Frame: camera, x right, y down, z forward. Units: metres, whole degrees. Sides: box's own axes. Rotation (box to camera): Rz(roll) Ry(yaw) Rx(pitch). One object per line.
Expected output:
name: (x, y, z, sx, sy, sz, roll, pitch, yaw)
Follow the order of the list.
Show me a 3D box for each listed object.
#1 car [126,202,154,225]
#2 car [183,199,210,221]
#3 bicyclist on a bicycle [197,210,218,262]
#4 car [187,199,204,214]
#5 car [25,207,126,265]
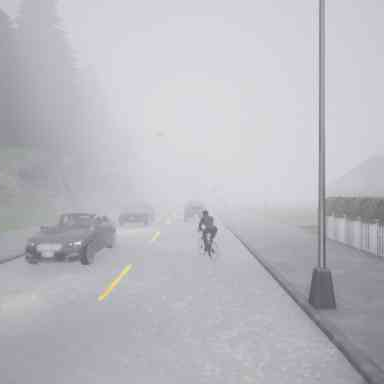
car: (-3.871, 1.473, 23.971, 1.882, 1.535, 5.008, 0, 0, 1)
car: (0.338, 1.500, 26.781, 1.837, 1.490, 4.892, 0, 0, 1)
bicyclist on a bicycle: (0.514, 1.449, 11.171, 0.582, 1.620, 1.656, 0, 0, -20)
car: (0.411, 1.519, 36.912, 1.812, 1.442, 4.674, 0, 0, 1)
car: (-4.002, 1.490, 11.750, 2.128, 1.511, 4.902, 0, 0, 1)
